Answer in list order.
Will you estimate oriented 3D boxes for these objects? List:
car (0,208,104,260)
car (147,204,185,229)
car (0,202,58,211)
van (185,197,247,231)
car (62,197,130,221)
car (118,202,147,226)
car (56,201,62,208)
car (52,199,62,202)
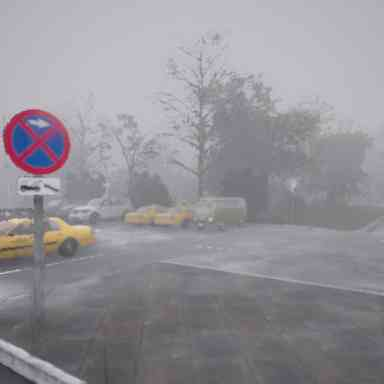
[{"bbox_3d":[-5.850,1.549,11.250,1.946,1.575,5.366,-1,-1,35],"label":"car"},{"bbox_3d":[-0.339,1.583,22.824,1.946,1.575,5.366,-1,-1,35],"label":"car"},{"bbox_3d":[-8.114,1.466,13.105,2.185,1.767,4.553,-1,-1,35],"label":"car"},{"bbox_3d":[1.771,1.322,20.973,1.878,1.987,4.442,-1,-1,35],"label":"van"},{"bbox_3d":[-7.320,1.490,27.469,2.435,2.045,5.566,-2,-1,35],"label":"car"},{"bbox_3d":[-2.516,1.626,24.354,1.946,1.575,5.366,-1,-1,35],"label":"car"},{"bbox_3d":[-9.594,1.813,29.078,2.231,1.521,4.892,-2,-1,35],"label":"car"},{"bbox_3d":[-11.802,1.631,30.588,2.435,2.045,5.566,-2,-1,35],"label":"car"}]
